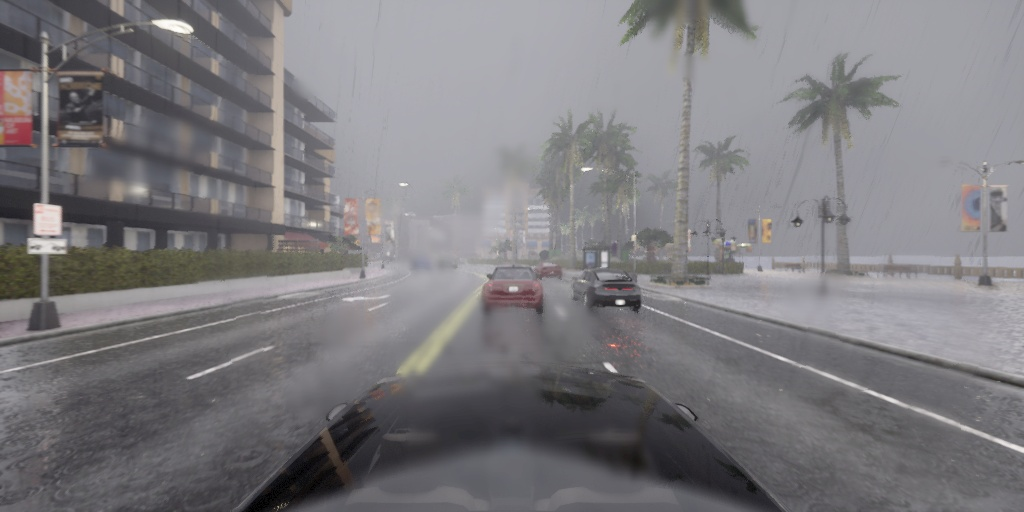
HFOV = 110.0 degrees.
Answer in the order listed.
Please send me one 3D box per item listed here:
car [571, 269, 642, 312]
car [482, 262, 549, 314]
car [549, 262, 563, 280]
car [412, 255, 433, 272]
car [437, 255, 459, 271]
[{"bbox_3d":[3.569,1.250,14.185,1.837,1.490,4.892,0,0,0],"label":"car"},{"bbox_3d":[0.067,1.095,13.785,2.097,1.767,4.553,0,0,0],"label":"car"},{"bbox_3d":[2.962,1.213,30.572,1.882,1.535,5.008,0,0,-6],"label":"car"},{"bbox_3d":[-11.595,0.945,46.280,2.150,2.045,5.566,0,0,-21],"label":"car"},{"bbox_3d":[-8.718,0.945,48.527,2.150,2.045,5.566,0,0,-21],"label":"car"}]
